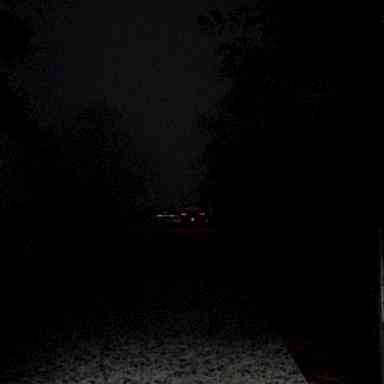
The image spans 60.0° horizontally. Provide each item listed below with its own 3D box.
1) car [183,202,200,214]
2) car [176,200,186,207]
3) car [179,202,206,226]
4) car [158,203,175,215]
[{"bbox_3d":[-0.043,2.031,42.671,2.033,1.411,5.357,0,-1,0],"label":"car"},{"bbox_3d":[-2.668,2.790,80.268,2.033,1.411,5.357,0,-2,3],"label":"car"},{"bbox_3d":[0.046,1.696,24.835,1.812,1.442,4.674,0,-1,0],"label":"car"},{"bbox_3d":[-2.968,1.969,39.740,2.033,1.411,5.357,0,-1,0],"label":"car"}]
